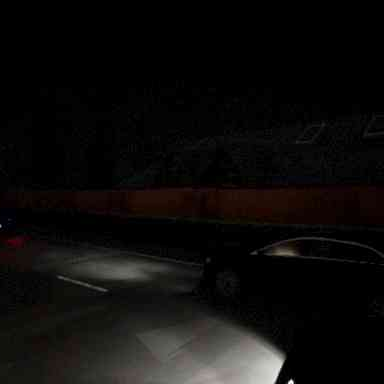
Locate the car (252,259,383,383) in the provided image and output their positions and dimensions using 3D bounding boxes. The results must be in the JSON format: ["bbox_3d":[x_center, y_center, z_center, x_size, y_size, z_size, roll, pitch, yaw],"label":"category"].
[{"bbox_3d":[2.667,1.570,2.192,4.181,1.385,1.994,0,0,35],"label":"car"}]

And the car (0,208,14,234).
[{"bbox_3d":[-11.406,1.552,18.385,4.674,1.442,1.812,0,0,44],"label":"car"}]

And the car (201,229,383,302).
[{"bbox_3d":[2.464,1.506,6.660,4.902,1.511,2.128,0,0,36],"label":"car"}]
